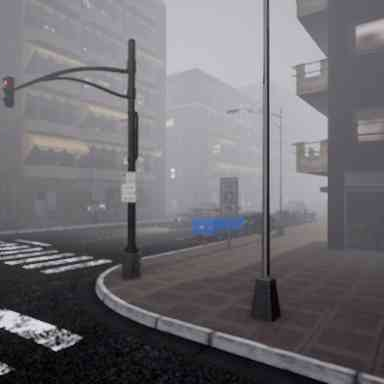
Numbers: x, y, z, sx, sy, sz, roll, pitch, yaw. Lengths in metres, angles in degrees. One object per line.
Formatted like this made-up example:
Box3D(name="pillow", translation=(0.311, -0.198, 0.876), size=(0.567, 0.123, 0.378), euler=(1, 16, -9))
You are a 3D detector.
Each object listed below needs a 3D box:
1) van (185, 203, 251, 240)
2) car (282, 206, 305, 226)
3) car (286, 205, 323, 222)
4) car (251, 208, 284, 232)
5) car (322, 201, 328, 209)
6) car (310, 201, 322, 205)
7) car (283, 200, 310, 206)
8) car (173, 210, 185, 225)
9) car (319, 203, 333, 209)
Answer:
Box3D(name="van", translation=(1.593, 1.698, 19.206), size=(1.690, 1.788, 3.998), euler=(-1, -2, 35))
Box3D(name="car", translation=(7.851, 2.151, 28.344), size=(1.802, 1.307, 4.206), euler=(-1, -2, 35))
Box3D(name="car", translation=(11.049, 2.227, 32.869), size=(2.008, 1.369, 4.403), euler=(-1, -2, 35))
Box3D(name="car", translation=(4.654, 2.029, 23.822), size=(1.947, 1.339, 4.313), euler=(-1, -2, 35))
Box3D(name="car", translation=(26.584, 2.717, 69.313), size=(2.192, 1.841, 5.009), euler=(-1, -2, 35))
Box3D(name="car", translation=(23.387, 2.878, 64.783), size=(1.802, 1.307, 4.206), euler=(-1, -2, 35))
Box3D(name="car", translation=(14.754, 2.168, 47.905), size=(2.150, 2.045, 5.566), euler=(0, -1, 36))
Box3D(name="car", translation=(0.420, 1.957, 27.780), size=(2.128, 1.511, 4.902), euler=(0, -1, 35))
Box3D(name="car", translation=(29.783, 3.052, 73.831), size=(1.887, 1.381, 4.507), euler=(-1, -2, 35))
